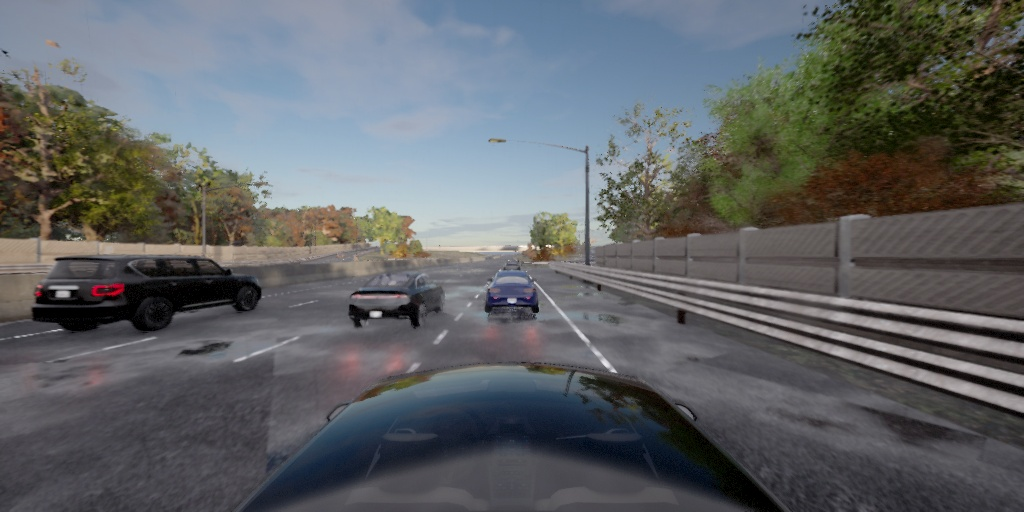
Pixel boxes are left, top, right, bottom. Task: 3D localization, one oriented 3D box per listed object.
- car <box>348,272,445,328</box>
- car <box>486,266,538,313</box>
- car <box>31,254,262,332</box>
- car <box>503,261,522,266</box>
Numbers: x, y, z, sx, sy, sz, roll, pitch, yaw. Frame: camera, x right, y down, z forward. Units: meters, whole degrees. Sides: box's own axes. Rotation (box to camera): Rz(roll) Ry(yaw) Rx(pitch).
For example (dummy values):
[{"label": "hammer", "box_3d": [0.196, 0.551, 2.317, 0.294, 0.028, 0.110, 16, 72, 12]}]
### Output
[{"label": "car", "box_3d": [-3.396, 1.248, 11.370, 2.128, 1.511, 4.902, 0, 0, 0]}, {"label": "car", "box_3d": [0.001, 1.285, 13.981, 1.812, 1.442, 4.674, 0, 0, 0]}, {"label": "car", "box_3d": [-10.400, 0.978, 10.987, 2.150, 2.045, 5.566, 0, 0, 0]}, {"label": "car", "box_3d": [0.031, 1.284, 39.939, 2.128, 1.511, 4.902, 0, 0, 1]}]
